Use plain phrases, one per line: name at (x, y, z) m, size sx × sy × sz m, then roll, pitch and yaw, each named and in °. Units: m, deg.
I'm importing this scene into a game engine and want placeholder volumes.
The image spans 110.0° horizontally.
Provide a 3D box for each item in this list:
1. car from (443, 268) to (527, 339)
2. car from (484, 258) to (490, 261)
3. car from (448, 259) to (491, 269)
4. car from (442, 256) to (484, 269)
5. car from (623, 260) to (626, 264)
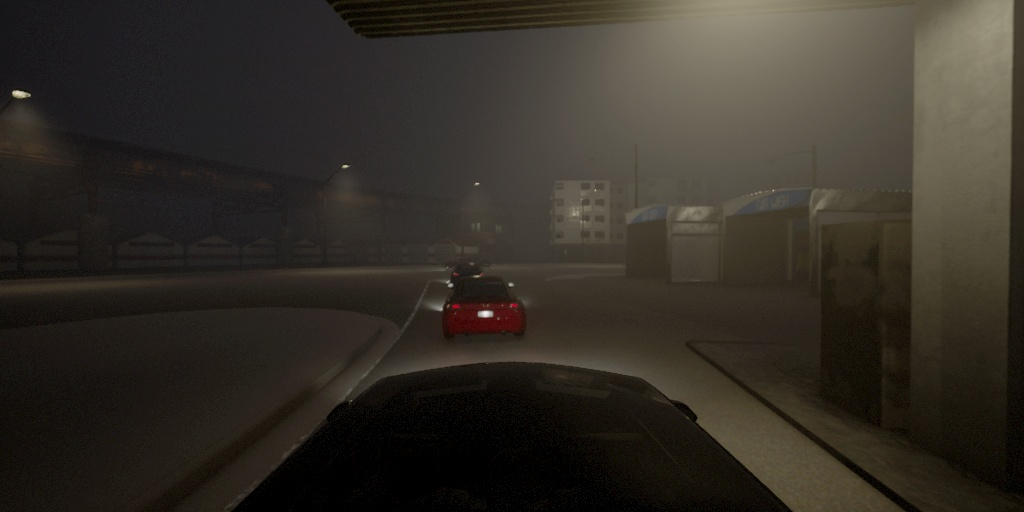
car at (-0.830, 1.221, 9.867) m, size 1.994 × 1.385 × 4.181 m, roll 0°, pitch 1°, yaw -7°
car at (-5.082, 0.760, 45.467) m, size 4.892 × 1.490 × 1.837 m, roll 0°, pitch -1°, yaw -27°
car at (-2.605, 1.092, 21.219) m, size 1.994 × 1.385 × 4.181 m, roll 0°, pitch 1°, yaw -9°
car at (-5.850, 0.868, 41.010) m, size 4.181 × 1.385 × 1.994 m, roll 0°, pitch 0°, yaw -31°
car at (18.130, 0.727, 50.569) m, size 4.674 × 1.442 × 1.812 m, roll 0°, pitch 1°, yaw 1°
